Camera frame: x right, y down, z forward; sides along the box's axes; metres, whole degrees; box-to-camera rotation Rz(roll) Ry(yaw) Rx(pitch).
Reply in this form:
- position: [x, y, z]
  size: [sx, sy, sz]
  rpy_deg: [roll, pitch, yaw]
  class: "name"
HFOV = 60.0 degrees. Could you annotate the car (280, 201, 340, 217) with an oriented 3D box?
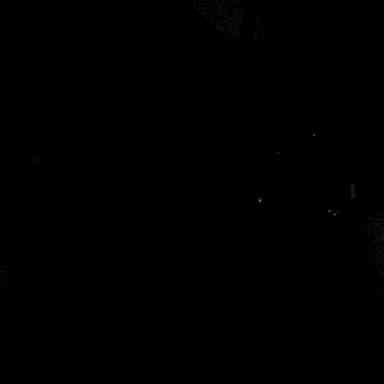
- position: [10.794, 1.573, 30.868]
  size: [2.033, 1.411, 5.357]
  rpy_deg: [1, 0, -36]
  class: "car"
